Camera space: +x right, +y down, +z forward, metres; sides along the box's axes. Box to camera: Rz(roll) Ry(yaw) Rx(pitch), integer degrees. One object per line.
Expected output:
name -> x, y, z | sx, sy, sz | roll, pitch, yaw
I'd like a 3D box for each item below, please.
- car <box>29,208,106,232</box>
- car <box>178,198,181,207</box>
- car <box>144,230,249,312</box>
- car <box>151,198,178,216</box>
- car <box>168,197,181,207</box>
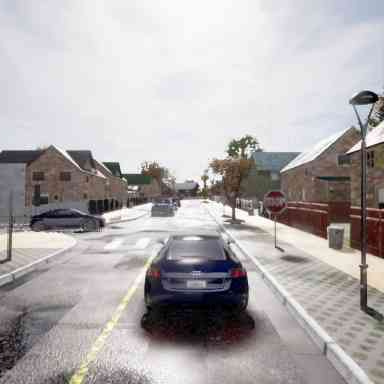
car -> -7.252, 1.640, 19.624 | 4.181, 1.385, 1.994 | 0, -2, -7
car -> -2.856, 1.625, 43.612 | 1.837, 1.490, 4.892 | 0, 0, 0
car -> 0.093, 1.574, 7.798 | 1.994, 1.385, 4.181 | 0, 0, 0
car -> -2.858, 1.432, 33.507 | 2.097, 1.767, 4.553 | 0, 0, 0
car -> -2.853, 1.657, 55.123 | 1.882, 1.535, 5.008 | 0, 0, 0
